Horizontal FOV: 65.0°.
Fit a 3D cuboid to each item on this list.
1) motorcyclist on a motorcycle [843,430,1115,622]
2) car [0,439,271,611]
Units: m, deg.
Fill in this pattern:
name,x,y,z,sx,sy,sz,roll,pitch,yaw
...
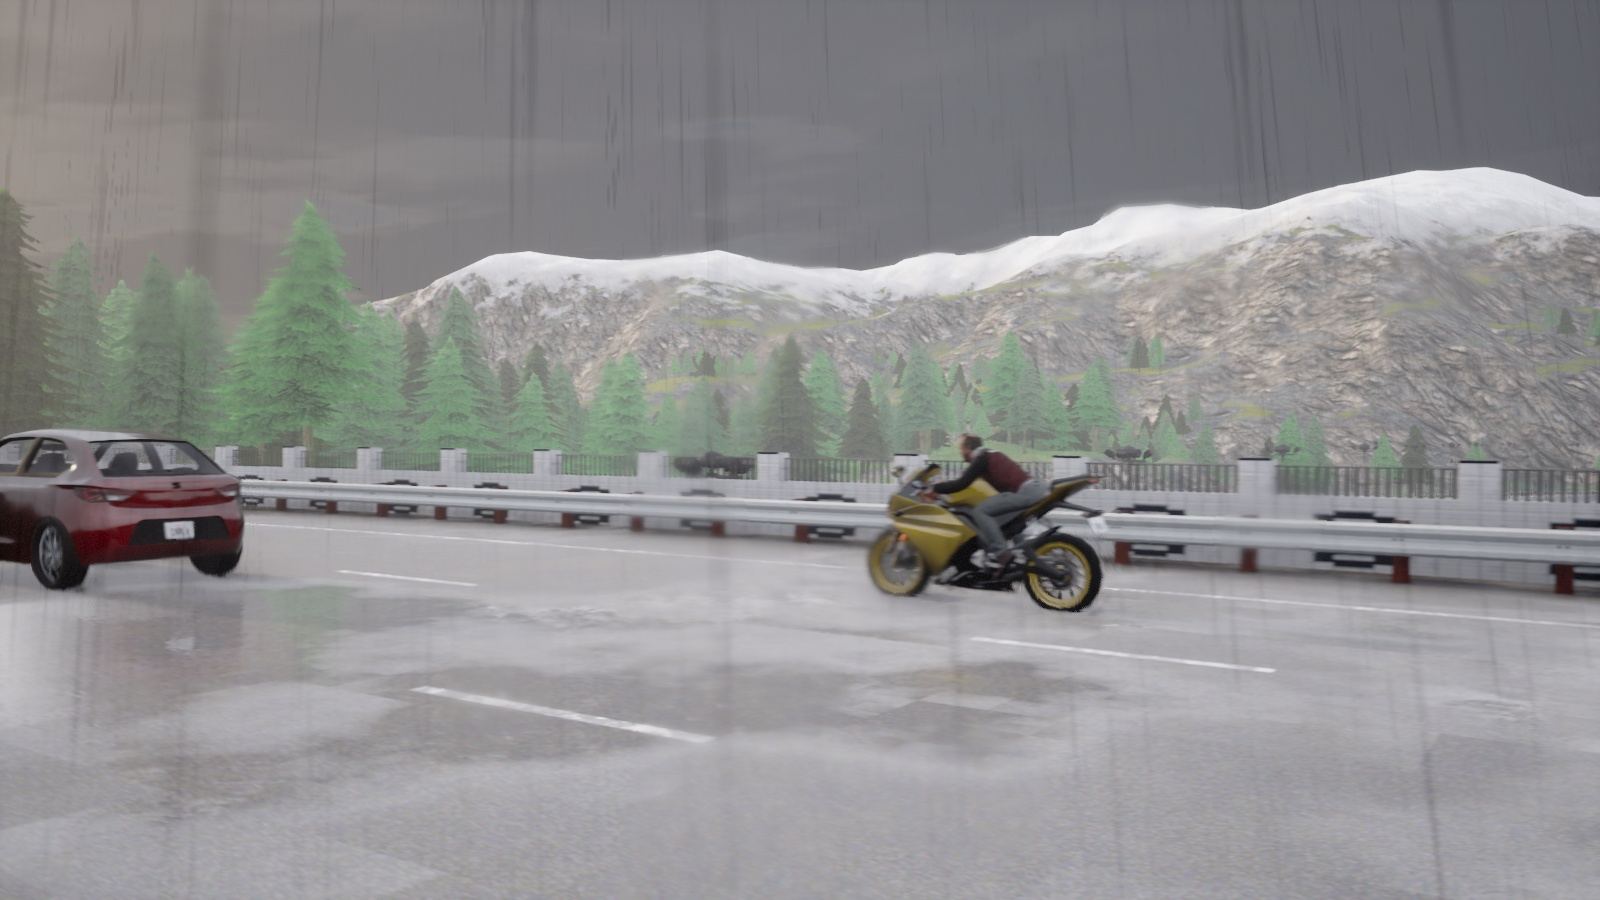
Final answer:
name,x,y,z,sx,sy,sz,roll,pitch,yaw
motorcyclist on a motorcycle,1.546,0.602,11.000,2.191,1.530,0.866,0,1,34
car,-7.485,0.657,12.798,4.193,1.474,1.816,0,1,34
